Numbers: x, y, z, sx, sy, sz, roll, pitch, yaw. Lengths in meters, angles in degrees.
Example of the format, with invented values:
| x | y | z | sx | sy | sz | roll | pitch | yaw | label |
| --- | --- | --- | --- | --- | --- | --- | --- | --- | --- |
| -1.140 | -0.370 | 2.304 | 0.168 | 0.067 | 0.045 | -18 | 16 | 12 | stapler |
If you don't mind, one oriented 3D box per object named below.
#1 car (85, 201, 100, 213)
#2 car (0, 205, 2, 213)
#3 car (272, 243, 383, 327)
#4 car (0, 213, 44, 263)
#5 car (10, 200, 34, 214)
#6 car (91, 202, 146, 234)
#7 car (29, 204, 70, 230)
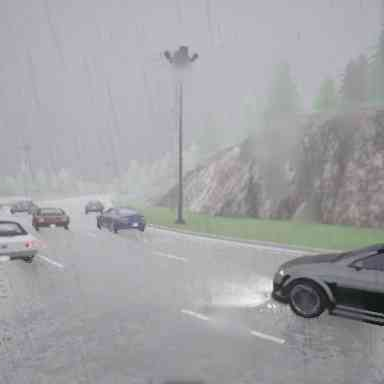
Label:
| x | y | z | sx | sy | sz | roll | pitch | yaw | label |
| --- | --- | --- | --- | --- | --- | --- | --- | --- | --- |
| -11.095 | 1.655 | 37.790 | 1.994 | 1.385 | 4.181 | 0 | 0 | -16 | car |
| -20.962 | 1.623 | 33.932 | 1.895 | 1.301 | 4.718 | 0 | 0 | -16 | car |
| 3.628 | 1.610 | 6.005 | 4.181 | 1.385 | 1.994 | 0 | 0 | 36 | car |
| -6.768 | 1.611 | 11.220 | 1.895 | 1.301 | 4.718 | 0 | 0 | -39 | car |
| -17.609 | 1.592 | 34.967 | 2.033 | 1.411 | 5.357 | 0 | 0 | -16 | car |
| -4.276 | 1.583 | 19.771 | 1.812 | 1.442 | 4.674 | 0 | 0 | -32 | car |
| -9.034 | 1.637 | 21.081 | 1.895 | 1.301 | 4.718 | 0 | 0 | -28 | car |
